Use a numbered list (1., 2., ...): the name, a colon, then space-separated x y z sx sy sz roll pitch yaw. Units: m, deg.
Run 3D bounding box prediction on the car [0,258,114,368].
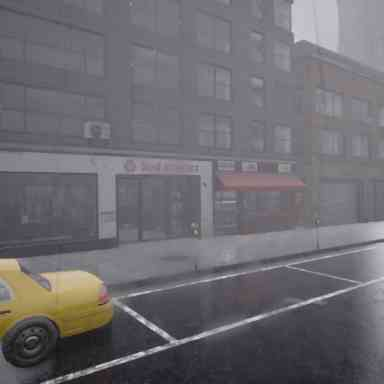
1. car: -3.474 1.525 4.184 4.829 1.417 1.752 0 -1 -35
